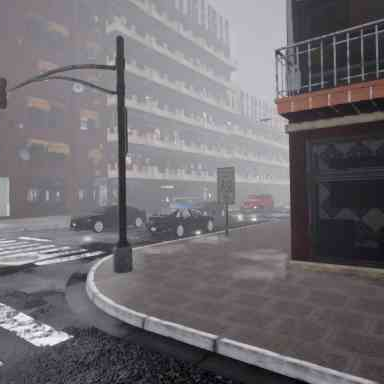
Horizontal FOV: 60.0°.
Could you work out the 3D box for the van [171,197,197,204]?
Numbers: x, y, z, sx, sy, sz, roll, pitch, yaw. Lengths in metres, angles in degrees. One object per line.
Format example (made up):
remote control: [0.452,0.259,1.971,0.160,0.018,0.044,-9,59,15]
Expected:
van: [-0.399,1.365,30.424,1.690,1.788,3.998,-1,-1,36]

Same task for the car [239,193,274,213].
car: [7.252,1.174,36.875,2.150,2.045,5.566,-1,-1,36]

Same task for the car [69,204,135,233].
car: [-4.882,1.475,19.919,1.882,1.535,5.008,-1,-1,36]

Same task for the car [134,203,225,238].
car: [-0.470,1.435,16.778,2.008,1.369,4.403,-1,-1,36]

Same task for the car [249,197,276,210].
car: [9.327,1.431,44.014,1.967,1.590,4.097,-1,-1,36]

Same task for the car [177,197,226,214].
car: [1.167,1.478,28.368,1.837,1.490,4.892,-1,-1,35]

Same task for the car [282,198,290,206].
car: [15.713,1.496,52.935,1.752,1.417,4.829,-1,-1,36]
